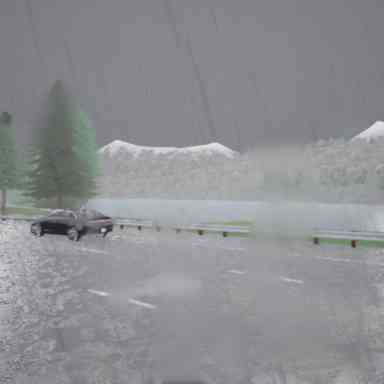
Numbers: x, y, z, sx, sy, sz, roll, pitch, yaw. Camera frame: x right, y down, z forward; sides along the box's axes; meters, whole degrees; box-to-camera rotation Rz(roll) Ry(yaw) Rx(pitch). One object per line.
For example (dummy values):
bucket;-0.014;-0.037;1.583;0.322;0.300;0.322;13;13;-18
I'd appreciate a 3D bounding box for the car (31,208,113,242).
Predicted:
car;-6.139;1.564;16.814;4.902;1.511;2.128;0;0;33
